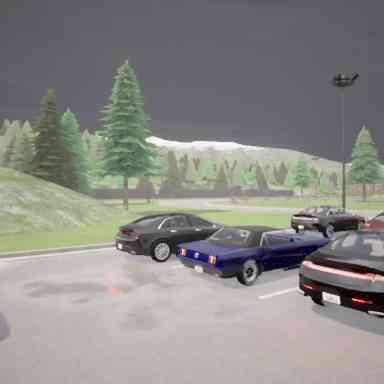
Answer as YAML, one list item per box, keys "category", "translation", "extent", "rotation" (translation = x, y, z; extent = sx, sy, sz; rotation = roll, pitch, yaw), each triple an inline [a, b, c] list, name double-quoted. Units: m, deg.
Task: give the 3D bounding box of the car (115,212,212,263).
- category: "car"
  translation: [-0.332, 1.503, 12.104]
  extent: [4.892, 1.490, 1.837]
  rotation: [0, 0, -35]

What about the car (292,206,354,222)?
- category: "car"
  translation: [7.254, 1.487, 17.508]
  extent: [4.902, 1.511, 2.128]
  rotation: [0, 0, -35]

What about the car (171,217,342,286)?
- category: "car"
  translation: [1.981, 1.599, 9.454]
  extent: [4.718, 1.301, 1.895]
  rotation: [0, 0, -35]

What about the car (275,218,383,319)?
- category: "car"
  translation: [4.207, 1.490, 6.743]
  extent: [4.902, 1.511, 2.128]
  rotation: [0, 0, -36]

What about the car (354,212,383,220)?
- category: "car"
  translation: [9.399, 1.522, 14.739]
  extent: [4.674, 1.442, 1.812]
  rotation: [0, 0, -35]
